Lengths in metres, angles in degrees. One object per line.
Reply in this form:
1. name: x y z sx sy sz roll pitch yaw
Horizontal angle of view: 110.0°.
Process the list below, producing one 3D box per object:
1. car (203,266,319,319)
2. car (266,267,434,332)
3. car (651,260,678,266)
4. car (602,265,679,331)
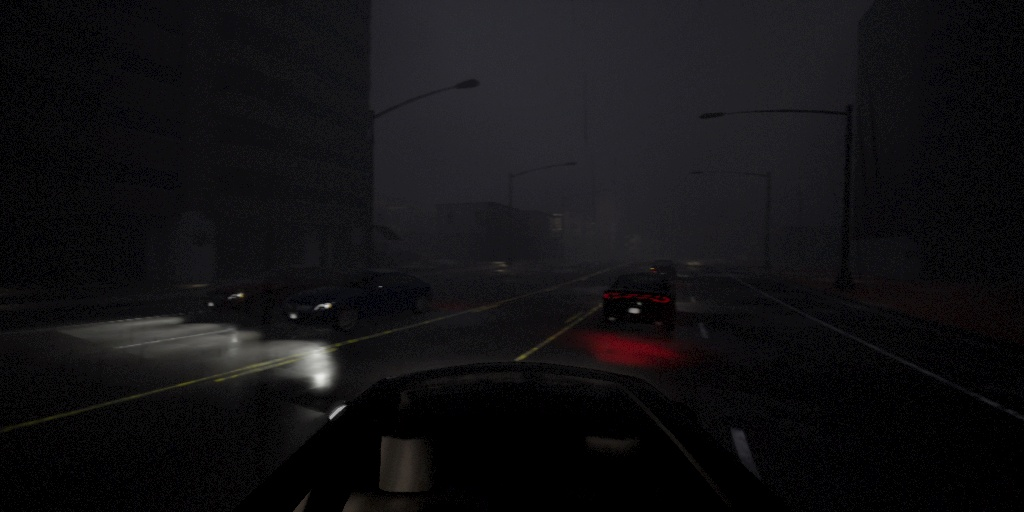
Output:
1. car: -7.345 1.058 12.021 1.812 1.442 4.674 1 1 25
2. car: -4.170 1.137 10.552 1.812 1.442 4.674 1 1 25
3. car: 11.869 1.005 28.094 1.812 1.442 4.674 1 2 25
4. car: 4.190 1.245 11.475 1.882 1.535 5.008 1 1 25
